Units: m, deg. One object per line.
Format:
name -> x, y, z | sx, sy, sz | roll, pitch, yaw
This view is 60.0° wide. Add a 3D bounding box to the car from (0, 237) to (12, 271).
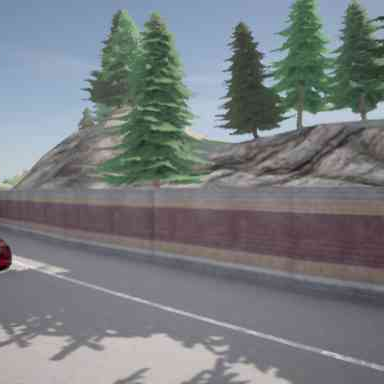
car -> -7.054, 1.568, 9.838 | 4.181, 1.385, 1.994 | 0, 0, 41
